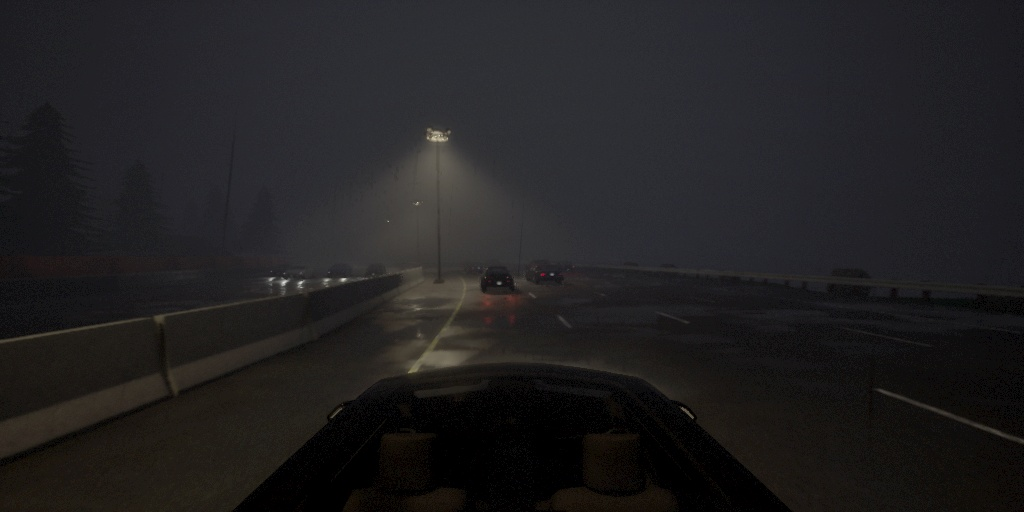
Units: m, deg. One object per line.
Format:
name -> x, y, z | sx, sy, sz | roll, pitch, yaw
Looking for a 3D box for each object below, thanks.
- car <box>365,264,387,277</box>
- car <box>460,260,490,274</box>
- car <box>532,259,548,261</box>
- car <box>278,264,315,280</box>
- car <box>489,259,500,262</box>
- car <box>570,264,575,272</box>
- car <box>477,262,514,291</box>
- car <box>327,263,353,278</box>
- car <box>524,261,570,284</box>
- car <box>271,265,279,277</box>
car -> -15.340, 1.564, 40.653 | 2.033, 1.411, 5.357 | -1, 0, -13
car -> -4.472, 1.414, 42.921 | 2.033, 1.411, 5.357 | -1, 0, -16
car -> 2.934, 1.111, 40.330 | 2.097, 1.767, 4.553 | -1, 0, -13
car -> -21.573, 1.625, 36.489 | 1.812, 1.442, 4.674 | -1, 0, -13
car -> -3.518, 1.230, 62.250 | 2.097, 1.767, 4.553 | -1, 0, -21
car -> 5.960, 1.321, 43.822 | 1.895, 1.301, 4.718 | -1, 0, -14
car -> -1.007, 1.316, 22.074 | 1.812, 1.442, 4.674 | 0, 0, -7
car -> -18.528, 1.537, 38.763 | 1.882, 1.535, 5.008 | -1, 0, -13
car -> 2.273, 1.298, 26.712 | 2.033, 1.411, 5.357 | -1, 0, -10
car -> -26.658, 1.684, 42.193 | 1.837, 1.490, 4.892 | -1, 0, -15
